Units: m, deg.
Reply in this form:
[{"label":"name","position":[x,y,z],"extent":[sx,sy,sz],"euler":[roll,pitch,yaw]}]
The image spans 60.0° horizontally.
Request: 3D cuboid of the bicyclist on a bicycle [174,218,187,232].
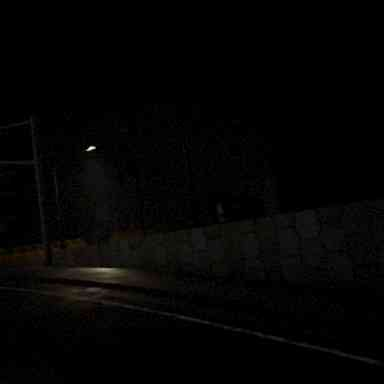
[{"label":"bicyclist on a bicycle","position":[-0.954,2.933,27.023],"extent":[1.656,1.620,0.582],"euler":[-14,-8,36]}]
